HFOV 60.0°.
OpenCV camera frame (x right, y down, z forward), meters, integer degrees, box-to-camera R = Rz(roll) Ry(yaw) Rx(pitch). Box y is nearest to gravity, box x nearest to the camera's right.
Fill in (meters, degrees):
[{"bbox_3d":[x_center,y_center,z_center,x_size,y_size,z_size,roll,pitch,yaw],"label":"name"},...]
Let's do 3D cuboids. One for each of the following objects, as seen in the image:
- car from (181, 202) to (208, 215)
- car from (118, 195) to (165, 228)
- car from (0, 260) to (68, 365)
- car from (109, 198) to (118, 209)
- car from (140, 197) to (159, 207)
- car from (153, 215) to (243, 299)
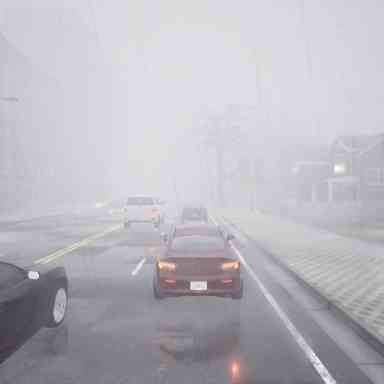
[{"bbox_3d":[0.189,1.469,25.280,1.882,1.535,5.008,0,0,0],"label":"car"},{"bbox_3d":[-3.071,1.214,22.065,2.150,2.045,5.566,0,0,0],"label":"car"},{"bbox_3d":[-3.138,1.477,3.969,1.882,1.535,5.008,0,0,0],"label":"car"},{"bbox_3d":[-9.669,1.534,44.173,1.994,1.385,4.181,0,0,1],"label":"car"},{"bbox_3d":[-6.350,1.505,50.416,2.033,1.411,5.357,0,0,1],"label":"car"},{"bbox_3d":[0.128,1.524,8.300,1.812,1.442,4.674,0,0,0],"label":"car"}]
